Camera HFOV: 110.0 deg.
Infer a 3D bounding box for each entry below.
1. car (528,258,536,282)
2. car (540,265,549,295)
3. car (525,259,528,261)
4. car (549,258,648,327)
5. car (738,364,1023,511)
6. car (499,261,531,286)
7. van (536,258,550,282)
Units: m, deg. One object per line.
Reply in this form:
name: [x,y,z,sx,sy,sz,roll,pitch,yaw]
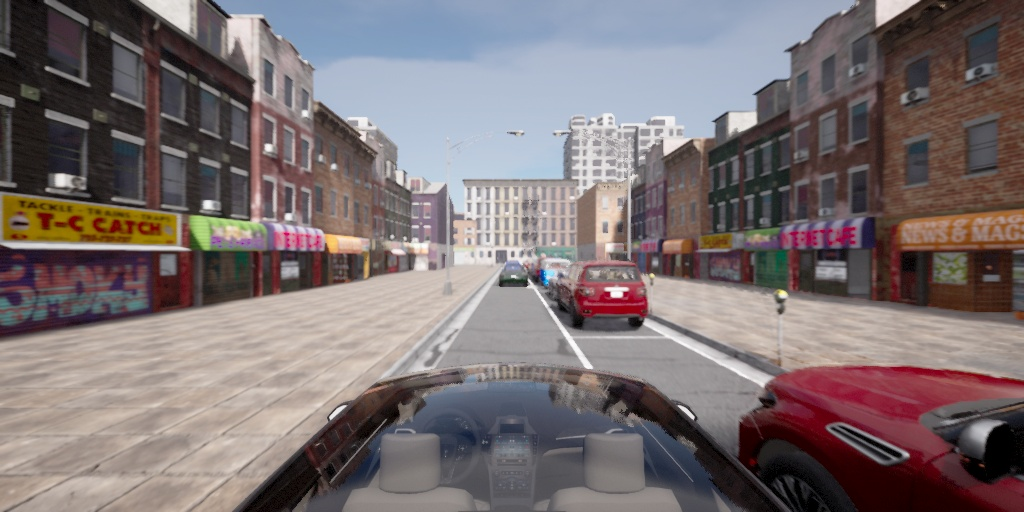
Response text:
car: [2.644,1.029,27.851,2.192,1.841,5.009,0,0,0]
car: [2.641,1.280,16.901,2.007,1.370,4.403,0,0,0]
car: [2.646,1.225,38.972,1.751,1.417,4.829,0,0,0]
car: [2.640,1.052,11.425,2.192,1.841,5.009,0,0,0]
car: [2.638,1.067,0.471,2.192,1.841,5.009,0,0,0]
car: [0.099,1.282,25.197,1.994,1.385,4.181,0,0,0]
van: [2.643,1.063,22.376,1.690,1.789,3.998,0,0,0]
